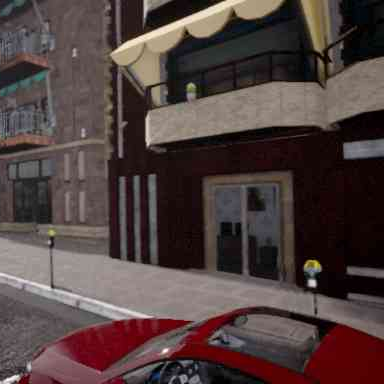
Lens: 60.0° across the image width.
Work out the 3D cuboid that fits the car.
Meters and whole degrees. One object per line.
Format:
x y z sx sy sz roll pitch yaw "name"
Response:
0.379 1.583 2.475 4.206 1.307 1.802 0 -2 36 "car"
